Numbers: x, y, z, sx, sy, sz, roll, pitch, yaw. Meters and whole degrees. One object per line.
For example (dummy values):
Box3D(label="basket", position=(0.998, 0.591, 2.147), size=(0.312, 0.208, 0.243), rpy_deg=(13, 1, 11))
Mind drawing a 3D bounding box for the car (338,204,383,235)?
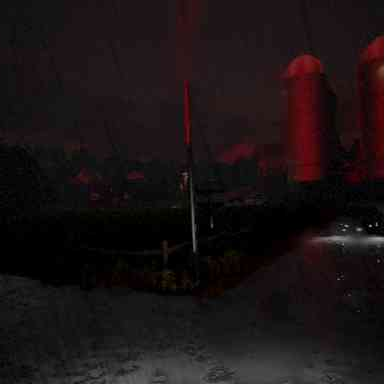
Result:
Box3D(label="car", position=(9.271, 1.458, 18.162), size=(1.837, 1.490, 4.892), rpy_deg=(-3, 1, 31))

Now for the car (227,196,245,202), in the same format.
Box3D(label="car", position=(11.779, 1.981, 88.920), size=(4.611, 1.667, 2.242), rpy_deg=(-3, -1, 30))
